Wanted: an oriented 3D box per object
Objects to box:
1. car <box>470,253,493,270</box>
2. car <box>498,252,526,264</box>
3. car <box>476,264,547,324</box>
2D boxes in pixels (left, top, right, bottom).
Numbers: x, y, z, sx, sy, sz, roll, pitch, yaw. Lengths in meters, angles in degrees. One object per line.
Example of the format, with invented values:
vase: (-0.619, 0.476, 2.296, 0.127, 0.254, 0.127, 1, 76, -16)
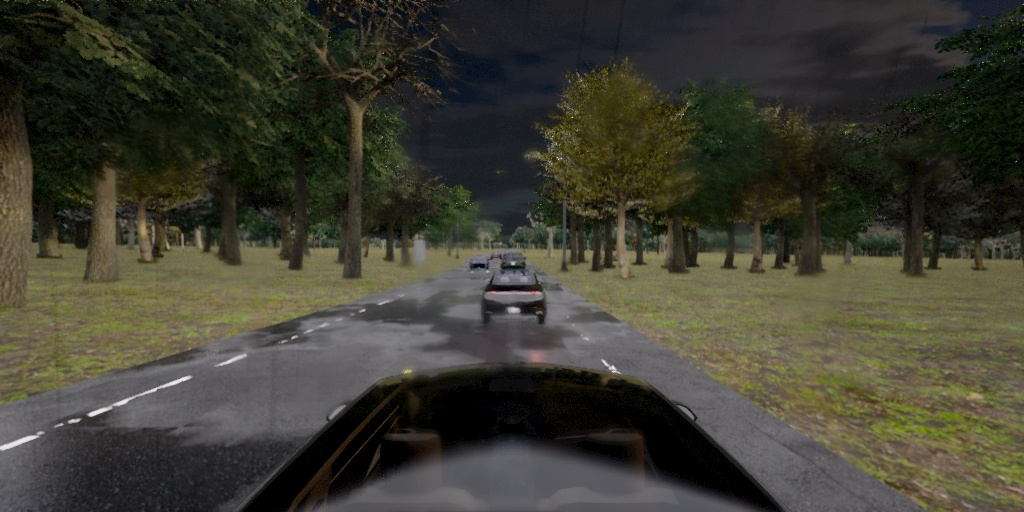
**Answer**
car: (-3.701, 0.700, 41.763, 2.097, 1.767, 4.553, 0, 1, -1)
car: (0.091, 0.698, 32.668, 2.150, 2.045, 5.566, 0, 1, 0)
car: (0.074, 1.177, 11.756, 2.128, 1.511, 4.902, 0, 0, 0)
